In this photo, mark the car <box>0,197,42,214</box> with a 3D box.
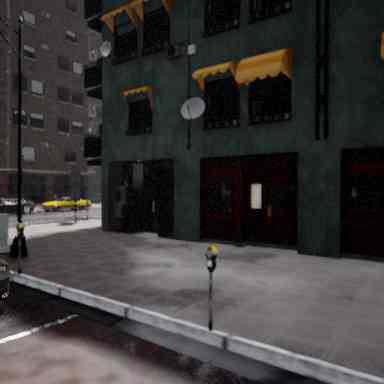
[{"bbox_3d":[-14.888,1.138,26.662,2.008,1.369,4.403,2,2,35],"label":"car"}]

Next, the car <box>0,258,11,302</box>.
[{"bbox_3d":[-5.315,1.489,6.658,4.403,1.369,2.008,1,0,35],"label":"car"}]

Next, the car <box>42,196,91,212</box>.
[{"bbox_3d":[-11.801,1.037,31.088,1.752,1.417,4.829,2,2,35],"label":"car"}]
